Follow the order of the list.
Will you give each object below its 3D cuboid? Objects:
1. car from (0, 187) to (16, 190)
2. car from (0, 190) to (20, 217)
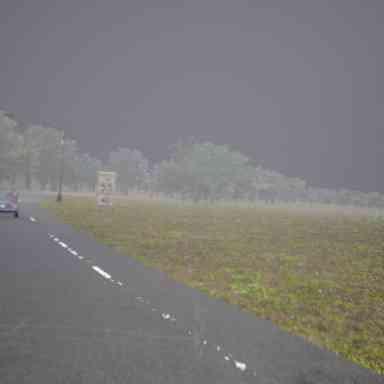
[{"bbox_3d":[-19.741,0.216,35.631,2.097,1.767,4.553,4,0,-25],"label":"car"},{"bbox_3d":[-12.400,0.807,21.831,2.033,1.411,5.357,4,0,-30],"label":"car"}]
